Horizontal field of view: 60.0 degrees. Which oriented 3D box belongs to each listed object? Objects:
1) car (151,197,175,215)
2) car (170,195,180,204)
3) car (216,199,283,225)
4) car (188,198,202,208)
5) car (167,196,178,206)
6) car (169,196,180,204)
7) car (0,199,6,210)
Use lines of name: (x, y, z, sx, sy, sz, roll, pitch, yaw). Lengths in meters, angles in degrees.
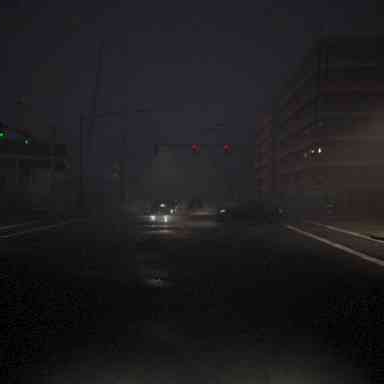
car: (-3.168, 1.547, 34.715, 2.033, 1.411, 5.357, 0, 0, -1)
car: (-3.334, 1.352, 54.200, 2.097, 1.767, 4.553, 0, 0, 0)
car: (3.957, 1.351, 23.362, 4.553, 1.767, 2.097, 0, 0, 0)
car: (0.406, 1.526, 46.978, 1.812, 1.442, 4.674, 0, 0, 0)
car: (-3.249, 1.564, 44.102, 1.994, 1.385, 4.181, 0, 0, 0)
car: (-3.376, 1.564, 65.720, 1.994, 1.385, 4.181, 0, 0, 1)
car: (-24.046, 1.456, 38.922, 3.806, 1.475, 1.970, 0, 0, 1)
